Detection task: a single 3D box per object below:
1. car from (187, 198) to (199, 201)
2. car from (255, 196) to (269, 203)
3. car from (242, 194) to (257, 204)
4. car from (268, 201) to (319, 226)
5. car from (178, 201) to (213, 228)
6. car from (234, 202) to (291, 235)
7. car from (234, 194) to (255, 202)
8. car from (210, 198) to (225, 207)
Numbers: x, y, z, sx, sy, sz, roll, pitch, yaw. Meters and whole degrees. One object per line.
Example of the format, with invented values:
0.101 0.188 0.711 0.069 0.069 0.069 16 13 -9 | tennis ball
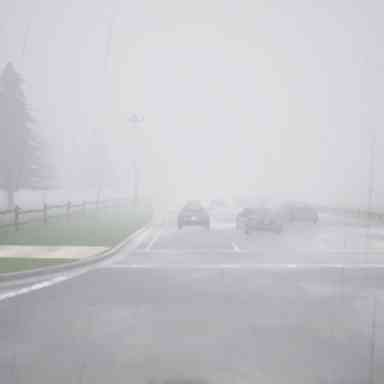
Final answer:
0.108 1.514 46.194 1.895 1.301 4.718 0 0 0 | car
10.507 1.410 50.584 1.837 1.490 4.892 0 0 0 | car
10.509 1.238 60.973 2.097 1.767 4.553 0 0 0 | car
7.103 1.448 22.980 2.128 1.511 4.902 0 0 0 | car
0.103 1.523 21.663 1.994 1.385 4.181 0 0 0 | car
3.602 1.512 18.546 2.033 1.411 5.357 0 0 0 | car
7.108 1.402 47.549 2.128 1.511 4.902 0 0 0 | car
3.607 1.474 47.827 1.994 1.385 4.181 0 0 0 | car
